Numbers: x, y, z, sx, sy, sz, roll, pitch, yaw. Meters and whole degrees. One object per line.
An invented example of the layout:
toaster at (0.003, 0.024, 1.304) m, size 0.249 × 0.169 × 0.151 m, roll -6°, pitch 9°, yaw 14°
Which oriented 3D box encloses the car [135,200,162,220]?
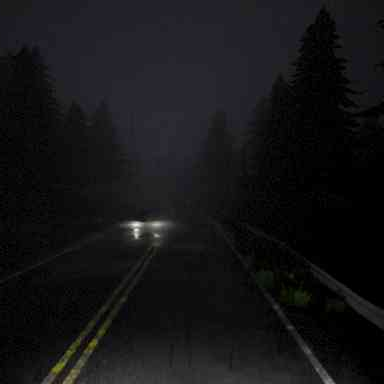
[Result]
car at (-3.510, 1.443, 27.531) m, size 1.882 × 1.535 × 5.008 m, roll 0°, pitch 0°, yaw -2°

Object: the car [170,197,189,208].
car at (-1.744, 1.466, 46.135) m, size 2.033 × 1.411 × 5.357 m, roll -1°, pitch 0°, yaw -14°
